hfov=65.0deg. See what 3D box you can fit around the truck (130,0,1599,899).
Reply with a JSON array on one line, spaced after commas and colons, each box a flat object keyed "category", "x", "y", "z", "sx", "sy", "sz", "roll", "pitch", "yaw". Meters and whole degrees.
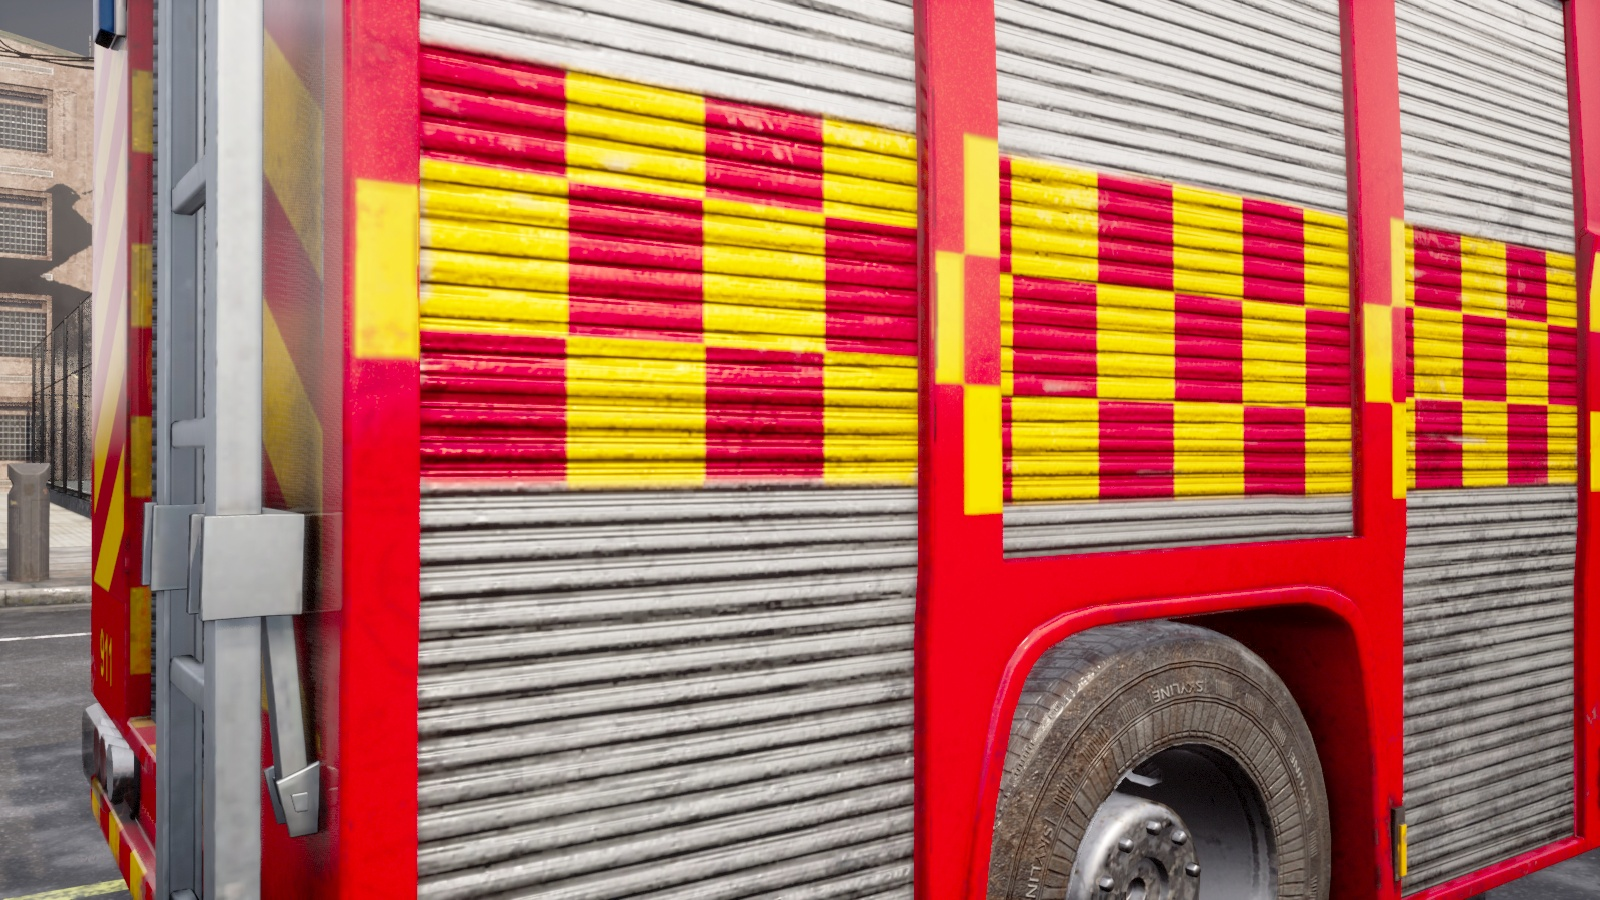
[{"category": "truck", "x": 2.187, "y": -0.412, "z": 5.195, "sx": 8.468, "sy": 3.827, "sz": 2.891, "roll": 0, "pitch": 0, "yaw": -35}]
